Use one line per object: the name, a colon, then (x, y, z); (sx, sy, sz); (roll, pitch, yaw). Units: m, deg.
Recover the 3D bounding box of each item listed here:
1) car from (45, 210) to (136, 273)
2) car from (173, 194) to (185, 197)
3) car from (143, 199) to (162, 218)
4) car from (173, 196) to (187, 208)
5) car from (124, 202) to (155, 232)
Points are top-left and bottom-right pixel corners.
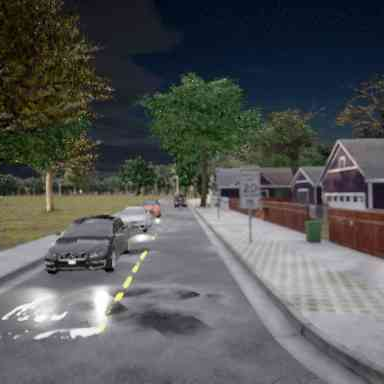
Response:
car: (-3.222, 1.588, 11.099); (1.837, 1.490, 4.892); (-1, 0, -2)
car: (-2.207, 1.357, 60.691); (2.150, 2.045, 5.566); (-1, 0, -2)
car: (-3.961, 1.500, 31.363); (2.097, 1.767, 4.553); (-1, 0, -2)
car: (-1.736, 1.732, 50.635); (1.895, 1.301, 4.718); (-1, 0, -2)
car: (-3.587, 1.641, 20.932); (1.812, 1.442, 4.674); (-1, 0, -2)
